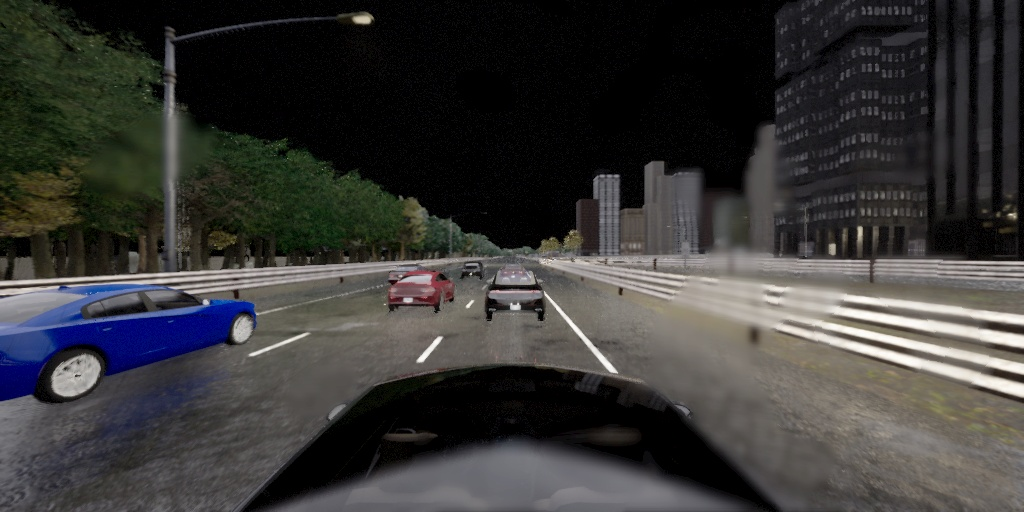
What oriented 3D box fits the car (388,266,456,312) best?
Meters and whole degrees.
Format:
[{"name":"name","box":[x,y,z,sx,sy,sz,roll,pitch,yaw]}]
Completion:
[{"name":"car","box":[-3.400,1.276,14.053,1.812,1.442,4.674,0,0,0]}]

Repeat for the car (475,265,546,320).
[{"name":"car","box":[0.100,1.242,12.563,2.128,1.511,4.902,0,0,0]}]

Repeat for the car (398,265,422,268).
[{"name":"car","box":[-6.898,1.296,24.786,2.033,1.411,5.357,0,0,0]}]

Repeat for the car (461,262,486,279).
[{"name":"car","box":[-3.398,1.247,32.113,1.837,1.490,4.892,0,0,0]}]

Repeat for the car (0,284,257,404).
[{"name":"car","box":[-6.900,1.227,6.352,1.882,1.535,5.008,0,0,0]}]
